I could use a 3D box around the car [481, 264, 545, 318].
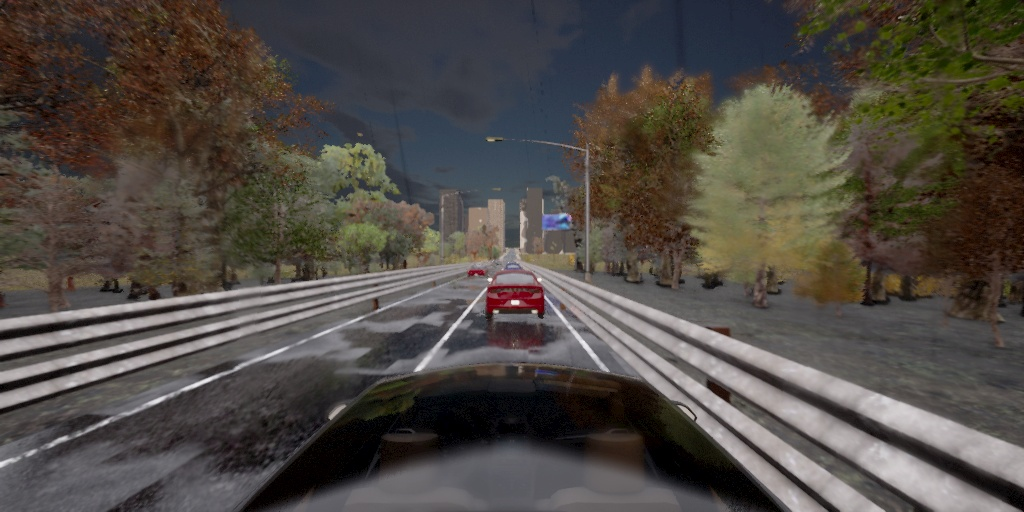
[{"bbox_3d":[0.101,1.231,13.082,1.882,1.535,5.008,0,0,0],"label":"car"}]

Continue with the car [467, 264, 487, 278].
[{"bbox_3d":[-3.339,1.489,35.659,1.895,1.301,4.718,0,0,0],"label":"car"}]
